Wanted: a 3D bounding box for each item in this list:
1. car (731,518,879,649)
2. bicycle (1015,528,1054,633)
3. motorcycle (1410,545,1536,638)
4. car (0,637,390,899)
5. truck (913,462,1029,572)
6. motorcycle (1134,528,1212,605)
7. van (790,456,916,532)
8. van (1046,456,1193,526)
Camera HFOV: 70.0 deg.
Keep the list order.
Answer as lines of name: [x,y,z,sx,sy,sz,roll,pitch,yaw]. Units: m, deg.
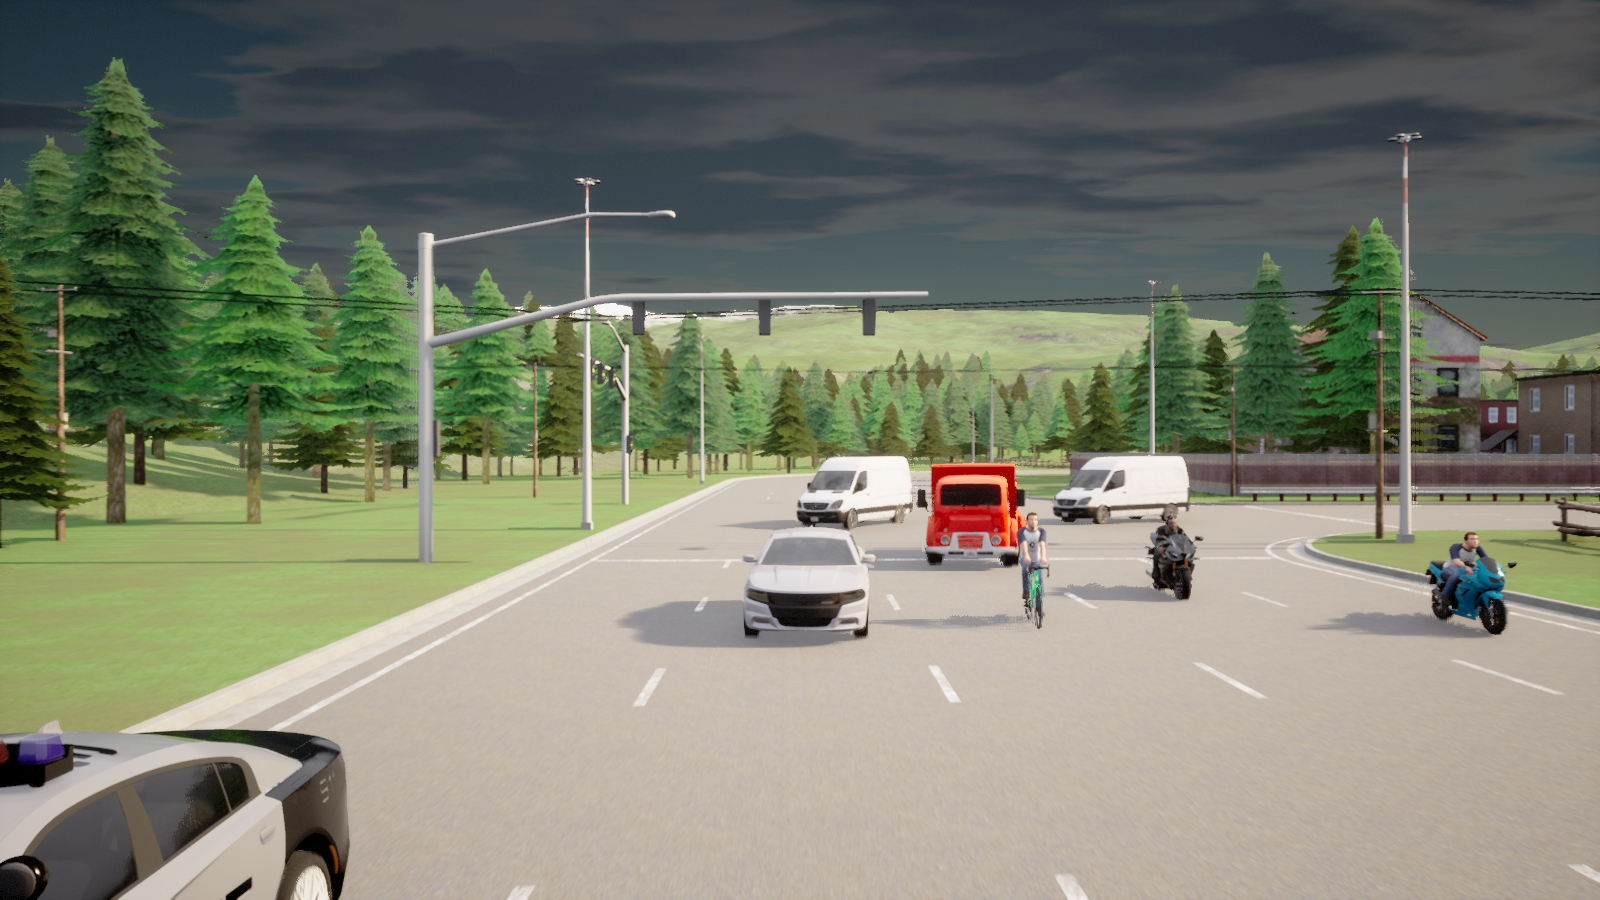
car: [0.169,2.034,18.640,2.097,1.535,5.006,0,0,2]
bicycle: [3.752,2.056,18.356,0.373,1.496,1.643,0,0,3]
motorcycle: [10.520,2.186,17.963,0.803,1.199,2.033,0,0,1]
car: [-3.606,1.982,4.492,2.097,1.638,5.238,0,0,0]
truck: [4.416,1.571,28.937,2.627,2.467,5.204,-1,0,10]
motorcycle: [7.161,2.205,22.060,0.867,1.251,2.209,0,0,2]
van: [2.062,1.534,42.327,1.988,2.561,5.915,-1,0,32]
van: [12.445,1.534,44.360,5.915,2.561,1.988,0,-1,-31]
